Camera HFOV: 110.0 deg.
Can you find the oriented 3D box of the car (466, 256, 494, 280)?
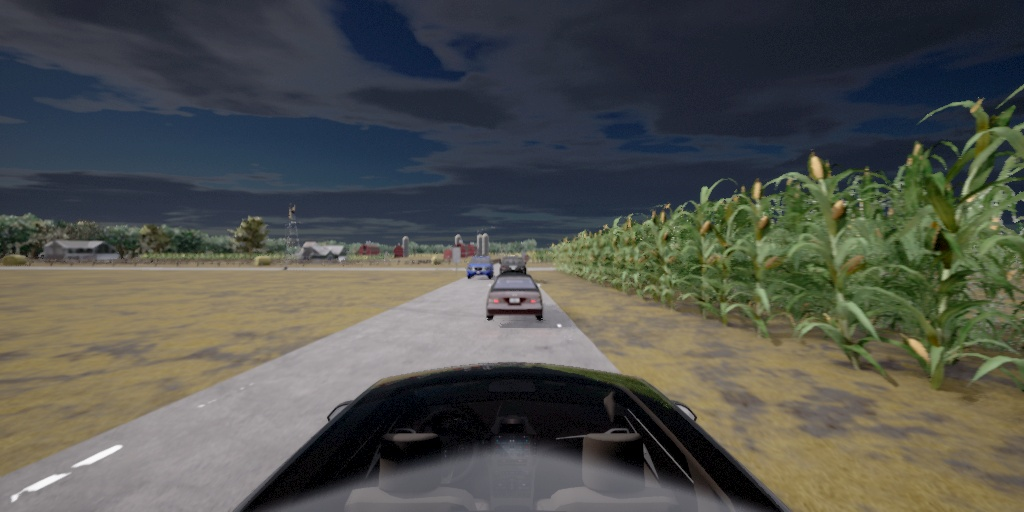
[{"bbox_3d":[-2.846,1.061,33.104,2.150,2.045,5.566,0,0,0],"label":"car"}]

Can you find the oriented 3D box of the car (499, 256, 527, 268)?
[{"bbox_3d":[0.092,1.053,30.132,2.150,2.045,5.566,0,0,0],"label":"car"}]

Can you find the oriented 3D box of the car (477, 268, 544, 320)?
[{"bbox_3d":[0.086,1.330,12.832,2.033,1.411,5.357,0,0,0],"label":"car"}]
